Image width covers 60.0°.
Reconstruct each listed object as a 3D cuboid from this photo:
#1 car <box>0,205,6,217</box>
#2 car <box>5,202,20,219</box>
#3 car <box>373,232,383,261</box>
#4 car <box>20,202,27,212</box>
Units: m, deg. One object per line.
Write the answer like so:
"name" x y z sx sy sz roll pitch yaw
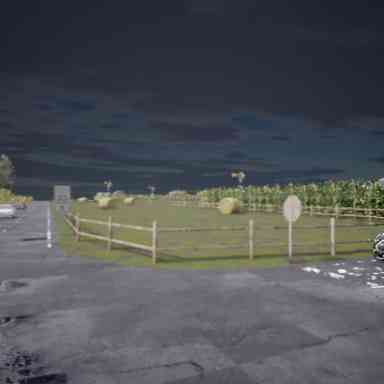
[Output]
"car" -14.201 1.825 22.410 2.128 1.511 4.902 1 -1 -23
"car" -19.729 2.059 35.223 1.812 1.442 4.674 1 -1 -23
"car" 8.541 1.559 11.570 4.553 1.767 2.097 0 -2 -24
"car" -25.997 2.125 49.966 1.994 1.385 4.181 1 -1 -23
